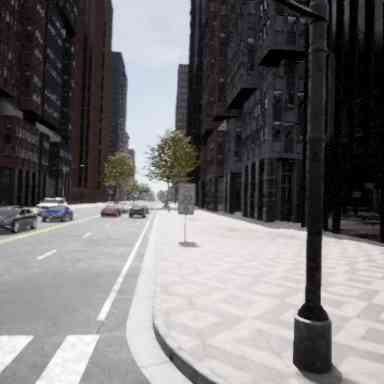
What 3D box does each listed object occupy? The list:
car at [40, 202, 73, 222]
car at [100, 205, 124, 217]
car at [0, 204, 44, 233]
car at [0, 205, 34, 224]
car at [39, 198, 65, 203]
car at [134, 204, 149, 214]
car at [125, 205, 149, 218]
[{"bbox_3d":[-12.350,1.953,30.867,1.812,1.442,4.674,2,-1,-5],"label":"car"},{"bbox_3d":[-9.918,2.321,40.795,1.994,1.385,4.181,2,-1,-4],"label":"car"},{"bbox_3d":[-11.402,1.710,21.093,1.837,1.490,4.892,2,-1,-5],"label":"car"},{"bbox_3d":[-15.366,1.868,28.291,1.895,1.301,4.718,2,-1,-6],"label":"car"},{"bbox_3d":[-16.345,1.730,38.965,2.150,2.045,5.566,2,-1,-5],"label":"car"},{"bbox_3d":[-7.734,2.661,51.472,1.994,1.385,4.181,2,-1,-5],"label":"car"},{"bbox_3d":[-6.646,2.364,40.754,1.837,1.490,4.892,2,-1,-5],"label":"car"}]
